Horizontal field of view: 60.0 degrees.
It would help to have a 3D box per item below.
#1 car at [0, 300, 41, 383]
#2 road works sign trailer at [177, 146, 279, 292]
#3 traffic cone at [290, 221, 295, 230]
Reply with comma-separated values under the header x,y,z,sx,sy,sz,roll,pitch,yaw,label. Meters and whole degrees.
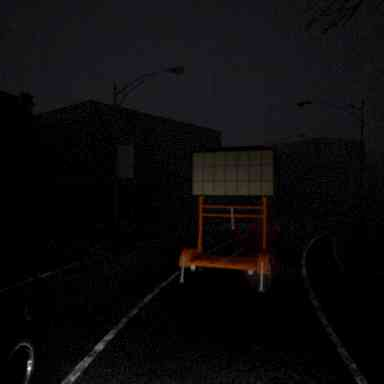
x,y,z,sx,sy,sz,roll,pitch,yaw,label
-2.936,1.580,2.312,1.994,1.385,4.181,0,0,6,car
1.164,0.540,9.415,2.380,3.560,2.880,0,0,20,road works sign trailer
6.432,2.144,21.269,0.340,0.580,0.340,1,0,22,traffic cone
